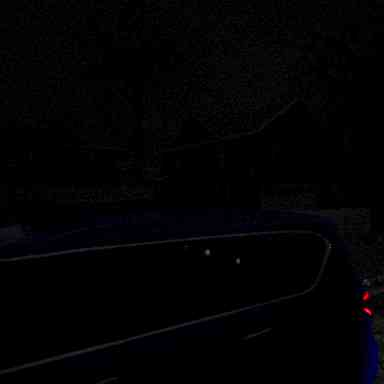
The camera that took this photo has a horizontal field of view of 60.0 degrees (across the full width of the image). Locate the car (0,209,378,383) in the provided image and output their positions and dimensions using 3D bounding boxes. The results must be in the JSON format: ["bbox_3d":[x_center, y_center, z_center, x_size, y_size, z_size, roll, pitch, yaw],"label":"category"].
[{"bbox_3d":[-0.929,1.216,2.700,5.566,2.045,2.150,0,0,-29],"label":"car"}]
